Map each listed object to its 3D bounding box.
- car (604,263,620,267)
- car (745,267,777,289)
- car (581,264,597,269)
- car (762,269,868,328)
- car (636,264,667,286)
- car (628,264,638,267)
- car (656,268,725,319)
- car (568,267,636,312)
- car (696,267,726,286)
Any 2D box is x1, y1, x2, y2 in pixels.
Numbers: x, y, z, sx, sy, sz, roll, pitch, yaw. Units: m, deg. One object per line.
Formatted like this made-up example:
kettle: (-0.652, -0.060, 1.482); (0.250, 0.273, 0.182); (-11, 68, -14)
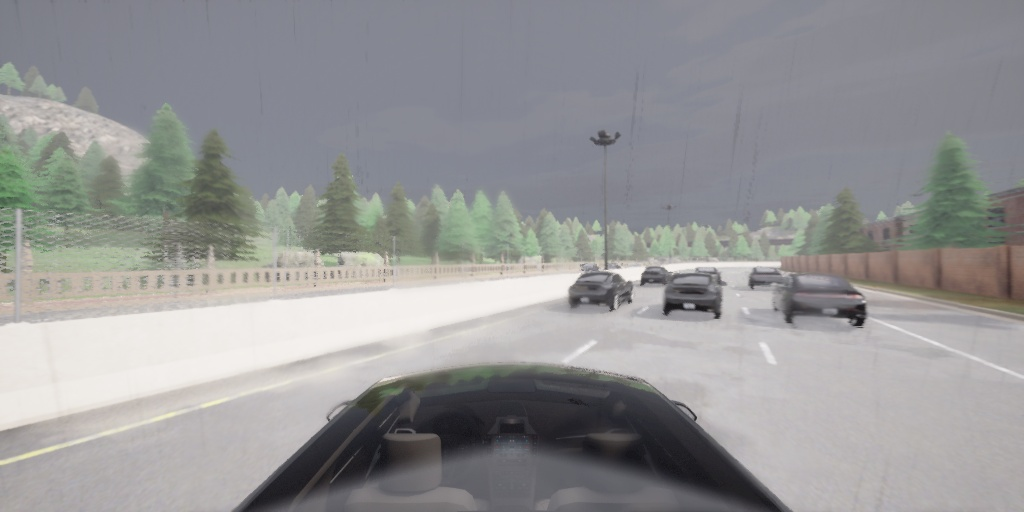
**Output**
car: (15.983, 1.935, 57.420); (2.128, 1.511, 4.902); (-1, -1, 30)
car: (17.523, 1.490, 24.966); (2.128, 1.511, 4.902); (-1, -1, 31)
car: (12.733, 2.000, 58.781); (1.812, 1.442, 4.674); (-1, -1, 31)
car: (10.006, 1.343, 11.985); (2.128, 1.511, 4.902); (-1, -1, 31)
car: (11.483, 1.575, 28.502); (1.837, 1.490, 4.892); (-1, -1, 31)
car: (18.978, 1.933, 55.608); (1.812, 1.442, 4.674); (-1, -1, 31)
car: (6.996, 1.393, 13.770); (1.837, 1.490, 4.892); (-1, -1, 31)
car: (3.965, 1.428, 15.520); (1.837, 1.490, 4.892); (-1, -1, 31)
car: (14.492, 1.525, 26.717); (2.128, 1.511, 4.902); (-1, -1, 31)
